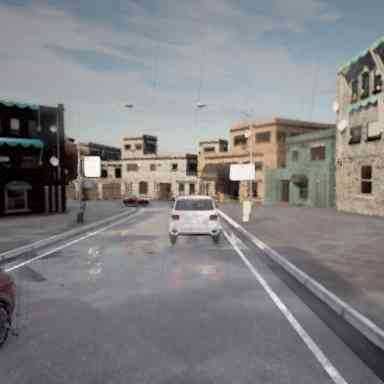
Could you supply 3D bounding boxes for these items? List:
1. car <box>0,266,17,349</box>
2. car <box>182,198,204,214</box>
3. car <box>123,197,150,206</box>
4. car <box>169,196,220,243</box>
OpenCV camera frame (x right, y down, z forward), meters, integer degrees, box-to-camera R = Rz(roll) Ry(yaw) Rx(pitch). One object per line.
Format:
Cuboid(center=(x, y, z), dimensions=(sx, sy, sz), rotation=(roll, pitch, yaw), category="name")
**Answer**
Cuboid(center=(-3.598, 1.522, 3.340), dimensions=(1.812, 1.442, 4.674), rotation=(0, 0, 0), category="car")
Cuboid(center=(-0.027, 1.373, 34.691), dimensions=(2.033, 1.411, 5.357), rotation=(0, 1, -3), category="car")
Cuboid(center=(-8.173, 1.353, 48.925), dimensions=(1.895, 1.301, 4.718), rotation=(-3, 1, -39), category="car")
Cuboid(center=(0.118, 1.185, 16.077), dimensions=(2.150, 2.045, 5.566), rotation=(0, 0, 0), category="car")
